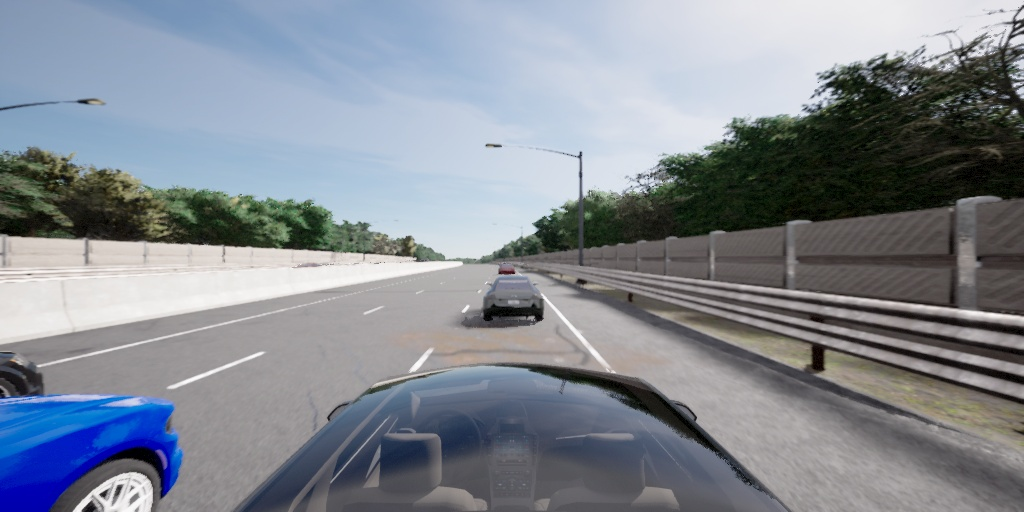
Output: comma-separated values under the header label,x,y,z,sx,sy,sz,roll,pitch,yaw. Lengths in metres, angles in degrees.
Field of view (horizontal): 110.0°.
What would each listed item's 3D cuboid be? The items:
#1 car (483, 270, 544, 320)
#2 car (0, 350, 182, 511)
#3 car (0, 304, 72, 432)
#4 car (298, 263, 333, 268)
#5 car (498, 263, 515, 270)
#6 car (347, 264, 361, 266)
label,x,y,z,sx,sy,sz,roll,pitch,yaw
car,0.032,1.393,12.987,1.994,1.385,4.181,0,0,-1
car,-3.403,1.221,0.594,1.882,1.535,5.008,0,0,0
car,-6.906,1.328,2.721,1.994,1.385,4.181,0,0,0
car,-21.760,1.605,40.838,1.895,1.301,4.718,0,-1,-2
car,-0.715,1.616,45.113,1.994,1.385,4.181,0,-1,-2
car,-18.275,1.576,41.469,1.994,1.385,4.181,0,-1,-2
